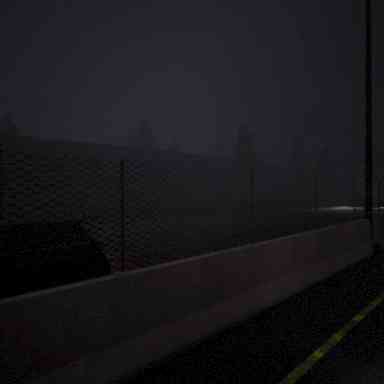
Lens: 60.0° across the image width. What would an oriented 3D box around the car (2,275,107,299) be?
[{"bbox_3d":[-3.932,1.353,6.322,2.097,1.767,4.553,0,0,43],"label":"car"}]
